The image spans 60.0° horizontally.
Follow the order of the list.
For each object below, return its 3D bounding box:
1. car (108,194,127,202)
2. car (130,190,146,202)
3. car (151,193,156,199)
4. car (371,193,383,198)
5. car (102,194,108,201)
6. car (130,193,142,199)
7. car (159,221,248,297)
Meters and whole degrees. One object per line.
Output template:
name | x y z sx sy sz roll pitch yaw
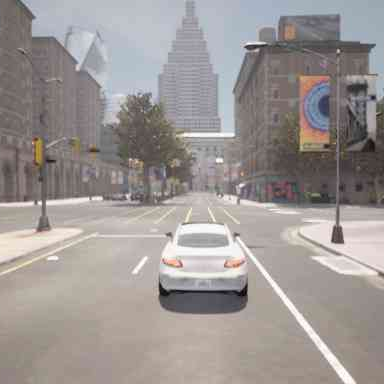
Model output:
car | -13.567 1.037 62.563 2.033 1.411 5.357 0 0 2
car | -10.070 0.708 62.632 2.150 2.045 5.566 0 1 2
car | -9.676 0.915 78.047 1.994 1.385 4.181 0 0 1
car | 36.035 0.922 67.551 2.231 1.521 4.892 0 0 1
car | -16.677 1.045 67.394 1.895 1.301 4.718 0 0 1
car | -13.178 0.916 78.010 1.994 1.385 4.181 0 0 1
car | 0.270 1.457 8.315 1.812 1.442 4.674 0 0 2
